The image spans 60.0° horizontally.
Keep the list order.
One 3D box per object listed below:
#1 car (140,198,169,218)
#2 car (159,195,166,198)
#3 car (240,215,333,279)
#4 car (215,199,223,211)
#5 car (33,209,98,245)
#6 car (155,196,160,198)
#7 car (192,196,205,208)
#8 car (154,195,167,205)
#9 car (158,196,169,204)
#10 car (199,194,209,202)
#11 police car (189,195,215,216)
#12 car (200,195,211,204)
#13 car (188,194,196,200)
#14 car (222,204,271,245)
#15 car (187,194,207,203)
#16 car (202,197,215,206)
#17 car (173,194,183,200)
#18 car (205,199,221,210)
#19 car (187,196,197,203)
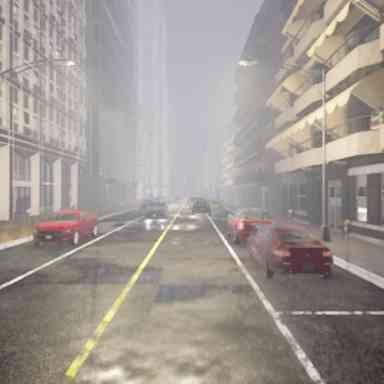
[{"bbox_3d":[-3.094,1.547,29.992,2.033,1.411,5.357,0,0,0],"label":"car"},{"bbox_3d":[-5.681,1.559,54.973,2.008,1.369,4.403,0,0,0],"label":"car"},{"bbox_3d":[2.693,1.581,9.784,1.802,1.307,4.206,0,0,0],"label":"car"},{"bbox_3d":[2.697,1.526,38.196,1.752,1.417,4.829,0,0,0],"label":"car"},{"bbox_3d":[-5.686,1.543,15.434,1.887,1.381,4.507,0,0,0],"label":"car"},{"bbox_3d":[-5.683,1.569,43.676,1.947,1.339,4.313,0,0,0],"label":"car"},{"bbox_3d":[0.908,1.460,49.280,1.801,1.575,5.366,0,0,0],"label":"car"},{"bbox_3d":[-5.681,1.452,60.623,1.967,1.590,4.097,0,0,0],"label":"car"},{"bbox_3d":[-5.680,1.541,66.100,1.752,1.417,4.829,0,0,0],"label":"car"},{"bbox_3d":[2.702,1.339,77.567,2.192,1.841,5.009,0,0,0],"label":"car"},{"bbox_3d":[0.905,1.425,33.200,1.930,1.638,5.238,0,0,0],"label":"police car"},{"bbox_3d":[2.700,1.455,66.269,1.967,1.590,4.097,0,0,0],"label":"car"},{"bbox_3d":[0.014,1.435,88.471,2.128,1.511,4.902,0,0,0],"label":"car"},{"bbox_3d":[2.694,1.439,15.433,1.967,1.590,4.097,0,0,0],"label":"car"},{"bbox_3d":[0.697,1.355,43.060,2.097,1.767,4.553,0,0,0],"label":"car"},{"bbox_3d":[2.699,1.558,54.973,2.008,1.369,4.403,0,0,0],"label":"car"},{"bbox_3d":[-2.990,1.146,70.757,2.097,1.767,4.553,0,0,0],"label":"car"},{"bbox_3d":[2.698,1.568,43.675,1.947,1.339,4.313,0,0,0],"label":"car"},{"bbox_3d":[0.011,1.504,68.232,1.812,1.442,4.674,0,0,0],"label":"car"}]
